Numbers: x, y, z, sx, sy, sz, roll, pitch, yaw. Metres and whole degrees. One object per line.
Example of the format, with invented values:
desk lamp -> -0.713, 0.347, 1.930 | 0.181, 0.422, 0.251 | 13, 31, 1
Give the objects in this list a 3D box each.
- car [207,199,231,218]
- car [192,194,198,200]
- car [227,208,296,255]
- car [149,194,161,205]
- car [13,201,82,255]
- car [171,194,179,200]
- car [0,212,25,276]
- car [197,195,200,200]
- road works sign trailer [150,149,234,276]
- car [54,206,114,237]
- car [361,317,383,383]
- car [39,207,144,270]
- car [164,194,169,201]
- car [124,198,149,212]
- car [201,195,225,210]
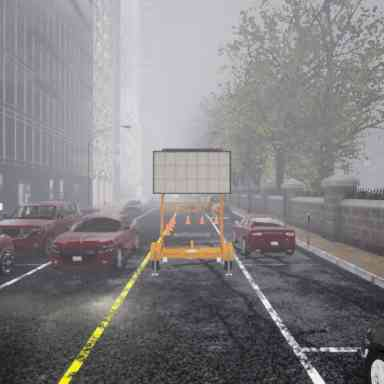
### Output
car -> 2.616, 1.548, 29.717 | 1.802, 1.307, 4.206 | 0, 0, -1
car -> 1.169, 1.330, 85.304 | 2.008, 1.369, 4.403 | 0, 0, -2
car -> 2.691, 1.540, 13.060 | 1.887, 1.381, 4.507 | 0, 0, 0
car -> -6.623, 1.457, 57.551 | 1.802, 1.307, 4.206 | 0, 0, -2
car -> -5.834, 1.310, 13.003 | 2.192, 1.841, 5.009 | 0, 0, 0
car -> -4.644, 1.287, 89.688 | 1.812, 1.442, 4.674 | 0, 0, -2
car -> -5.834, 1.439, 7.445 | 1.967, 1.590, 4.097 | 0, 0, 0
car -> 2.201, 1.465, 46.399 | 2.008, 1.369, 4.403 | 0, 0, -2
road works sign trailer -> -0.002, 0.461, 10.340 | 2.380, 3.560, 2.880 | 0, 0, 0
car -> -5.835, 1.553, 18.565 | 1.947, 1.339, 4.313 | 0, 0, 0
car -> 2.692, 1.551, 1.938 | 2.008, 1.369, 4.403 | 0, 0, 0
car -> -3.010, 1.474, 11.222 | 1.882, 1.535, 5.008 | 0, 0, 0
car -> -7.211, 1.112, 79.782 | 2.192, 1.841, 5.009 | 0, 0, -2
car -> -6.034, 1.515, 35.311 | 1.947, 1.339, 4.313 | 0, 0, -1
car -> 2.497, 1.266, 35.282 | 2.192, 1.841, 5.009 | 0, 0, -2
